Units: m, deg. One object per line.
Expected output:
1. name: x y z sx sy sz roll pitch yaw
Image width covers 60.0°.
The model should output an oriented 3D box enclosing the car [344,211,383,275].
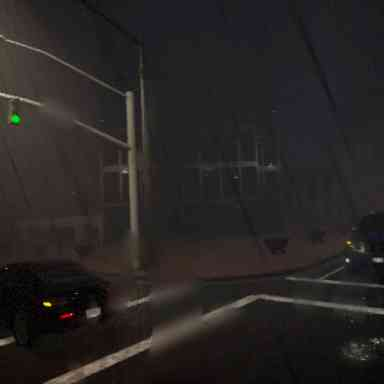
1. car: 7.292 1.722 12.031 2.150 2.045 5.566 -6 -5 40

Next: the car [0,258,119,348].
1. car: -3.613 2.297 7.698 4.674 1.442 1.812 -7 -5 39
